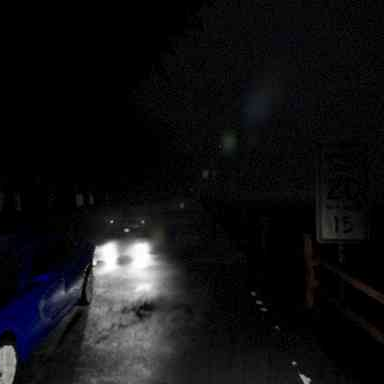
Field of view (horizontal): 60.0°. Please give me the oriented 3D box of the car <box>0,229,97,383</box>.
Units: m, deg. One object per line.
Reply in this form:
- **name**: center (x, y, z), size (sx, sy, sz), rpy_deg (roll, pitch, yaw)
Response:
- **car**: center (-2.888, 1.433, 5.002), size (1.882, 1.535, 5.008), rpy_deg (0, 1, -1)

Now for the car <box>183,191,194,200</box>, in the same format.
- **car**: center (-0.702, 0.720, 72.381), size (2.150, 2.045, 5.566), rpy_deg (0, 0, -1)

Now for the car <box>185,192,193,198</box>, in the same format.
- **car**: center (-0.807, 0.780, 83.103), size (1.837, 1.490, 4.892), rpy_deg (0, 0, -1)

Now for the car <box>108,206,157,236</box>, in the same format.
- **car**: center (-3.003, 1.439, 17.483), size (1.895, 1.301, 4.718), rpy_deg (0, 0, 0)
